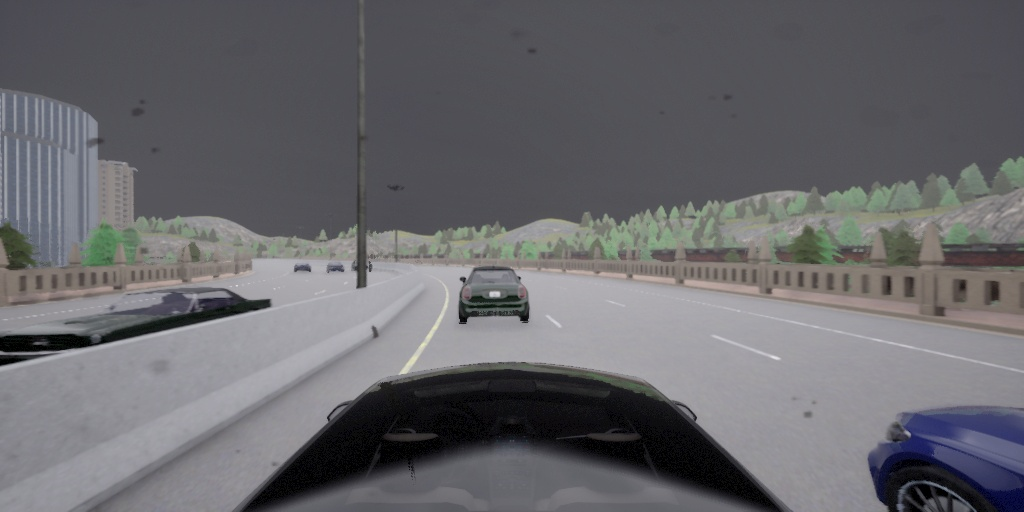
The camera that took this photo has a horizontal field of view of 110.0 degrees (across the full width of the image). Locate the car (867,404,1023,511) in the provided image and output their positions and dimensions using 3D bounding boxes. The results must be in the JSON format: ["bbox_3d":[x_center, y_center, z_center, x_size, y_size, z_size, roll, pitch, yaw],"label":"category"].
[{"bbox_3d":[3.461,1.261,0.582,1.812,1.442,4.674,0,0,1],"label":"car"}]

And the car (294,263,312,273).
[{"bbox_3d":[-26.360,1.471,45.232,1.895,1.301,4.718,0,0,-31],"label":"car"}]

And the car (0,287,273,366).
[{"bbox_3d":[-7.428,1.384,7.710,1.895,1.301,4.718,0,0,-5],"label":"car"}]

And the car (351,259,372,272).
[{"bbox_3d":[-20.802,1.200,49.505,2.097,1.767,4.553,0,0,-31],"label":"car"}]

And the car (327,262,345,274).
[{"bbox_3d":[-21.793,1.398,44.322,2.033,1.411,5.357,0,0,-28],"label":"car"}]

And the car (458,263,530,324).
[{"bbox_3d":[-0.715,1.107,12.276,2.097,1.767,4.553,0,0,-6],"label":"car"}]
